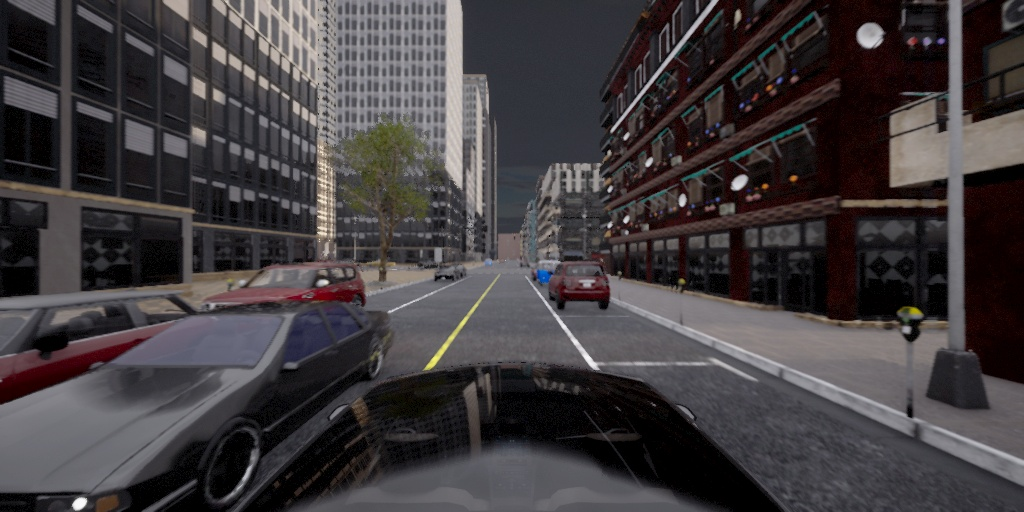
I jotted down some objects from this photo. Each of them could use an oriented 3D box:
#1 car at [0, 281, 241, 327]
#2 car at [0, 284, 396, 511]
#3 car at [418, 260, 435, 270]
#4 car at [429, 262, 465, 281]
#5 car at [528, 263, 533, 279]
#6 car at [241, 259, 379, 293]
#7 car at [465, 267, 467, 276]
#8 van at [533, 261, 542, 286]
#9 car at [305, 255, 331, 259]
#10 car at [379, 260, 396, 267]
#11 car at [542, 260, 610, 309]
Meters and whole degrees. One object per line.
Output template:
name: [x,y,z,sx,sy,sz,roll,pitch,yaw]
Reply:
car: [-5.690,1.203,4.111,1.967,1.591,4.097,0,0,0]
car: [-3.099,1.312,4.516,2.033,1.411,5.357,0,0,0]
car: [-11.803,1.393,54.549,4.892,1.490,1.837,4,0,-1]
car: [-5.686,1.478,31.865,1.948,1.339,4.313,0,0,0]
car: [2.695,1.352,31.865,1.967,1.591,4.097,0,0,0]
car: [-5.689,1.107,9.662,2.192,1.841,5.009,0,0,0]
car: [-5.685,1.507,37.111,1.948,1.339,4.313,0,0,0]
van: [2.694,1.223,26.314,1.690,1.789,3.998,0,0,0]
car: [-27.379,0.864,51.685,5.009,1.841,2.192,0,0,-1]
car: [-22.036,1.201,60.214,4.829,1.417,1.751,0,0,-1]
car: [2.692,1.136,15.212,2.192,1.841,5.009,0,0,0]
